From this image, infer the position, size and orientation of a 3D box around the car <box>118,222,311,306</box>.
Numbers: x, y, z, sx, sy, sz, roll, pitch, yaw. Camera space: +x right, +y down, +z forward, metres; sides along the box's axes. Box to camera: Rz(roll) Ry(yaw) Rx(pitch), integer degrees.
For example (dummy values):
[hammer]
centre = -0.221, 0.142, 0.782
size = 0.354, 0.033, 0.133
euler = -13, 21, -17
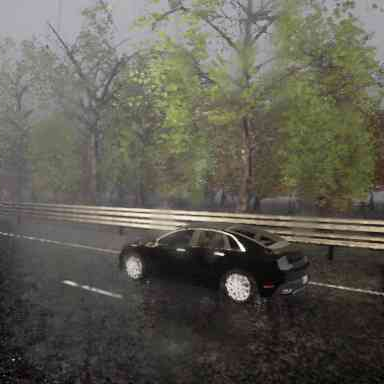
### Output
[car]
centre = 0.296, 1.499, 8.079
size = 4.892, 1.490, 1.837
euler = 0, 0, 35
